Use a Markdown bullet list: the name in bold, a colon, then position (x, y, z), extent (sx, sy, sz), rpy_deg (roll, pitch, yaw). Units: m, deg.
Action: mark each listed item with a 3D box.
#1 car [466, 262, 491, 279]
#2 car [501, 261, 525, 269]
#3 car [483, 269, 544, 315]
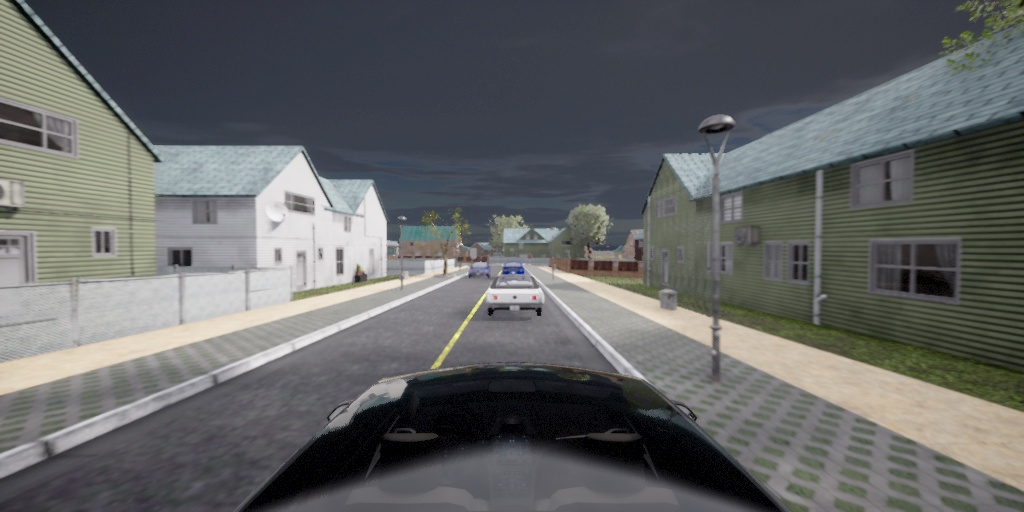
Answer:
- **car**: position (-2.833, 1.232, 32.348), extent (1.812, 1.442, 4.674), rpy_deg (0, 0, 0)
- **car**: position (0.099, 1.185, 31.349), extent (1.882, 1.535, 5.008), rpy_deg (0, 0, 0)
- **car**: position (0.094, 1.334, 13.451), extent (1.895, 1.301, 4.718), rpy_deg (0, 0, 0)
